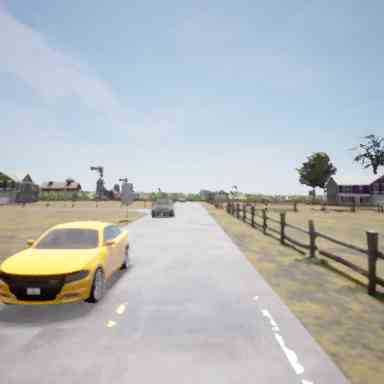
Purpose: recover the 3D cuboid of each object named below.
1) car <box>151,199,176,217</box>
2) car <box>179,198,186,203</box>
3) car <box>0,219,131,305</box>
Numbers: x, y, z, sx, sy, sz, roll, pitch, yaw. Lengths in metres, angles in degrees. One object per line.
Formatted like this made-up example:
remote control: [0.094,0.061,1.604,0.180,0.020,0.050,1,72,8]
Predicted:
car: [-2.761,1.525,32.761,2.097,1.767,4.553,0,0,0]
car: [-2.716,2.296,92.859,1.882,1.535,5.008,0,-1,0]
car: [-2.839,1.511,8.464,1.882,1.535,5.008,0,0,0]
